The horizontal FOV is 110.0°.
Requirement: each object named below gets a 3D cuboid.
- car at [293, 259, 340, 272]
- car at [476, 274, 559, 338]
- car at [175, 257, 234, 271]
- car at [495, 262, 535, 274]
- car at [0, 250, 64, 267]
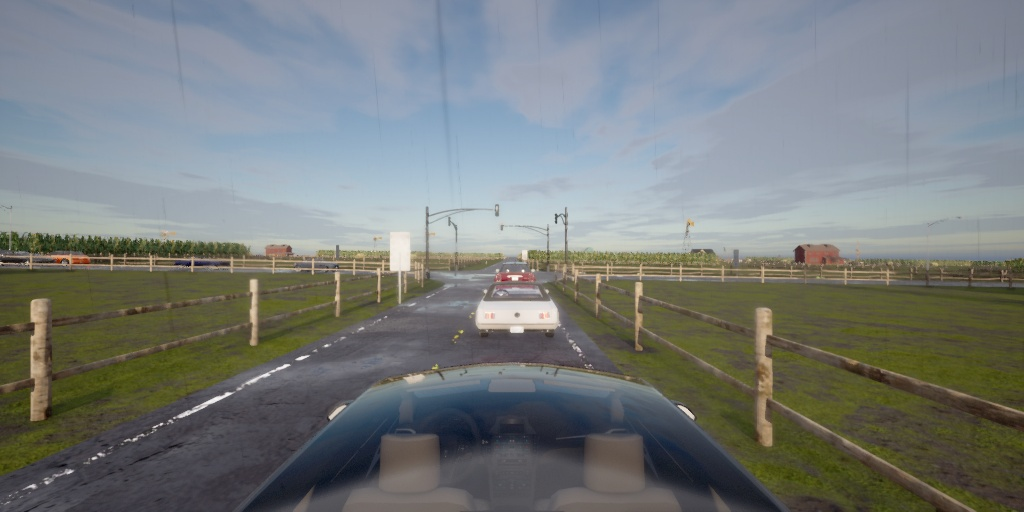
[{"bbox_3d":[-19.968,0.962,36.778,4.181,1.385,1.994,1,0,0],"label":"car"},{"bbox_3d":[0.123,1.351,10.184,1.895,1.301,4.718,0,0,0],"label":"car"},{"bbox_3d":[-31.478,0.790,36.812,4.718,1.301,1.895,1,0,1],"label":"car"},{"bbox_3d":[0.178,1.103,19.173,2.097,1.767,4.553,0,0,1],"label":"car"},{"bbox_3d":[-50.026,0.364,36.922,4.892,1.490,1.837,1,0,1],"label":"car"}]
